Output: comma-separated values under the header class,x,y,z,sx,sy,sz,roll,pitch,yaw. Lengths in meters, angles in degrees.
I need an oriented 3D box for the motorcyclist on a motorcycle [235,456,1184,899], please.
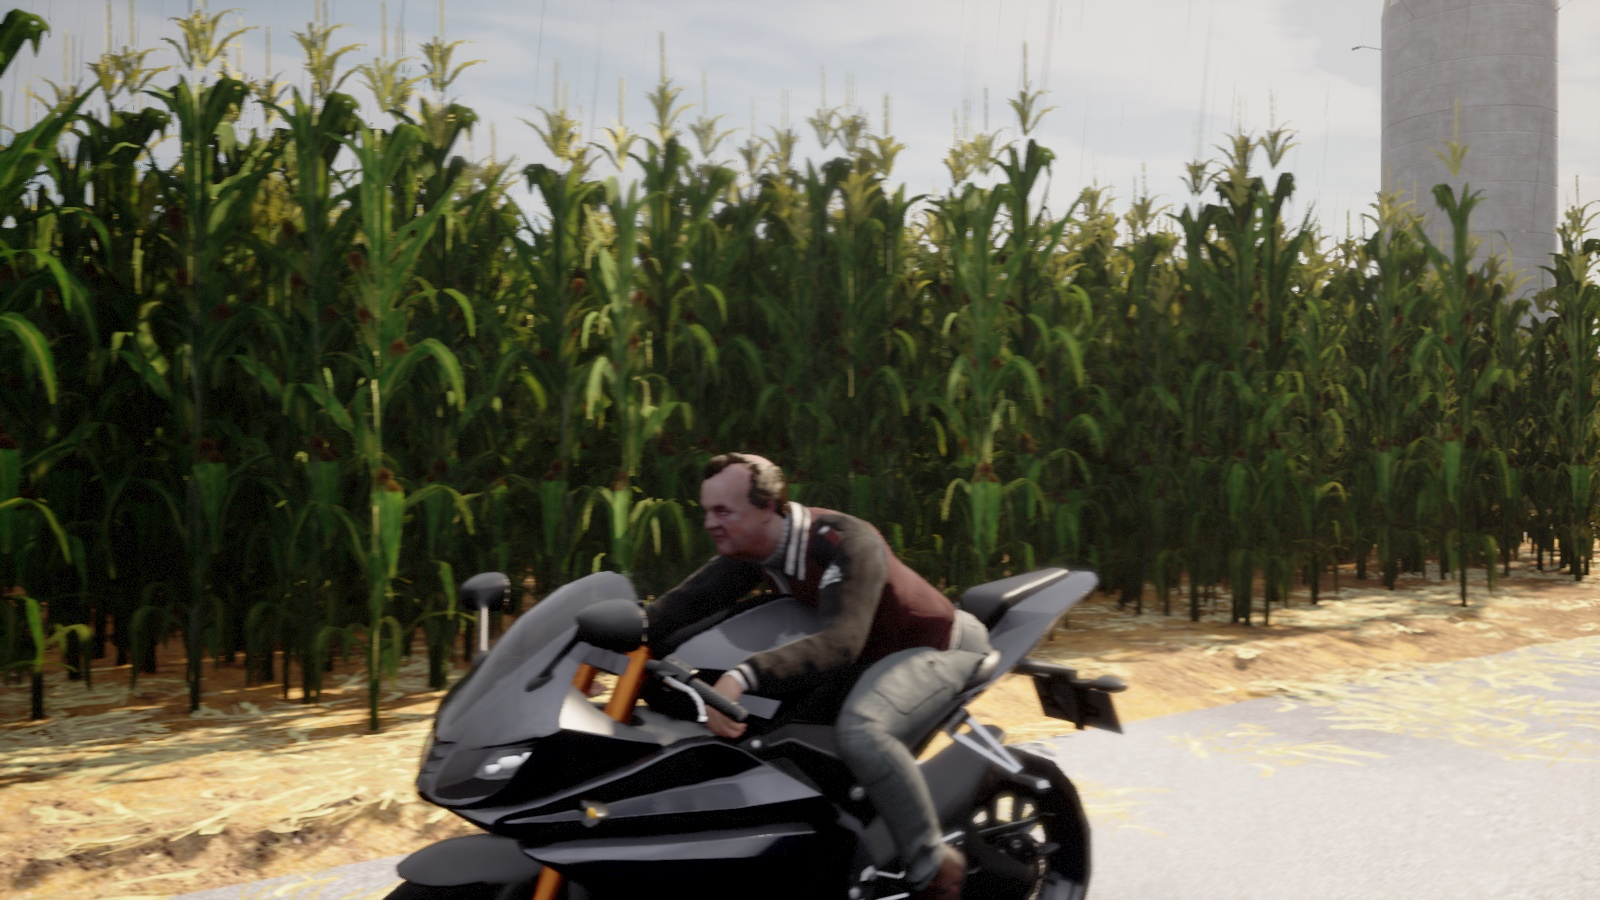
class,x,y,z,sx,sy,sz,roll,pitch,yaw
motorcyclist on a motorcycle,-0.120,0.787,3.088,2.191,1.530,0.866,0,0,-35
